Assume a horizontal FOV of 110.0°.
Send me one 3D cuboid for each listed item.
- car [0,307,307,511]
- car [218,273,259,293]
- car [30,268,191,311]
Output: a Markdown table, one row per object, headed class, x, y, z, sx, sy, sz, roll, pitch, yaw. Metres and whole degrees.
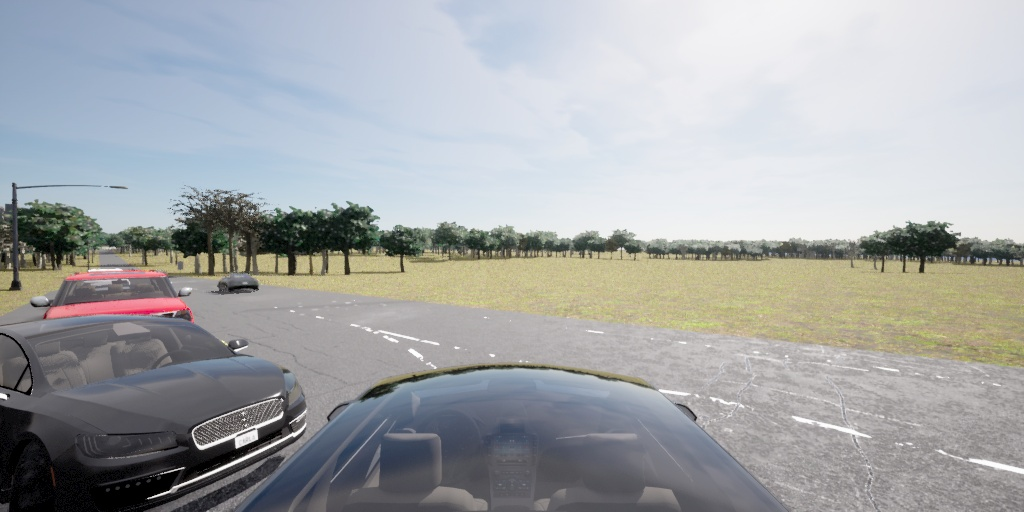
| class | x | y | z | sx | sy | sz | roll | pitch | yaw |
| --- | --- | --- | --- | --- | --- | --- | --- | --- | --- |
| car | -4.557 | 1.445 | 3.985 | 4.892 | 1.490 | 1.837 | -3 | -3 | 21 |
| car | -21.920 | 2.089 | 28.699 | 4.181 | 1.385 | 1.994 | -2 | 0 | 41 |
| car | -9.463 | 1.386 | 8.636 | 5.566 | 2.045 | 2.150 | -2 | 0 | 41 |
